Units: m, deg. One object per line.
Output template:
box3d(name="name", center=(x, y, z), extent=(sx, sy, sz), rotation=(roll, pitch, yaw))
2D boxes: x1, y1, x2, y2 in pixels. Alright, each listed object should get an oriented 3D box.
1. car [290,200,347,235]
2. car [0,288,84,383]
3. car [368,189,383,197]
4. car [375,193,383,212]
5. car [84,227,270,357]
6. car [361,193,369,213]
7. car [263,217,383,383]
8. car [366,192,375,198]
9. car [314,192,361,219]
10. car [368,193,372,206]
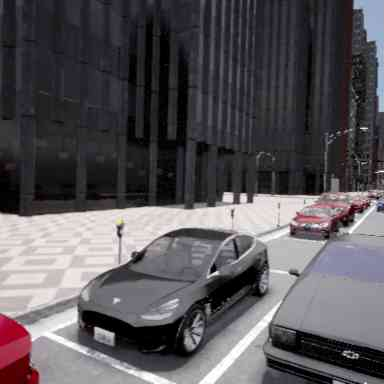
box3d(name="car", center=(5.843, 1.285, 15.554), extent=(1.802, 1.307, 4.206), rotation=(3, 2, 31))
box3d(name="car", center=(-2.829, 1.407, 1.102), extent=(1.887, 1.381, 4.507), rotation=(3, 2, 31))
box3d(name="car", center=(34.125, 0.522, 62.657), extent=(2.192, 1.841, 5.009), rotation=(3, 2, 31))
box3d(name="car", center=(19.056, 1.152, 32.200), extent=(1.812, 1.442, 4.674), rotation=(3, 2, 31))
box3d(name="car", center=(0.062, 1.375, 5.920), extent=(1.947, 1.339, 4.313), rotation=(3, 2, 31))
box3d(name="car", center=(14.518, 1.092, 30.005), extent=(1.887, 1.381, 4.507), rotation=(3, 2, 31))
box3d(name="car", center=(2.864, 1.459, 5.418), extent=(2.033, 1.411, 5.357), rotation=(3, 2, 31))
box3d(name="car", center=(20.299, 1.027, 39.640), extent=(1.802, 1.307, 4.206), rotation=(3, 2, 31))
box3d(name="car", center=(8.743, 0.967, 20.364), extent=(2.192, 1.841, 5.009), rotation=(3, 2, 31))
box3d(name="car", center=(17.408, 1.078, 34.823), extent=(1.802, 1.307, 4.206), rotation=(3, 2, 31))
